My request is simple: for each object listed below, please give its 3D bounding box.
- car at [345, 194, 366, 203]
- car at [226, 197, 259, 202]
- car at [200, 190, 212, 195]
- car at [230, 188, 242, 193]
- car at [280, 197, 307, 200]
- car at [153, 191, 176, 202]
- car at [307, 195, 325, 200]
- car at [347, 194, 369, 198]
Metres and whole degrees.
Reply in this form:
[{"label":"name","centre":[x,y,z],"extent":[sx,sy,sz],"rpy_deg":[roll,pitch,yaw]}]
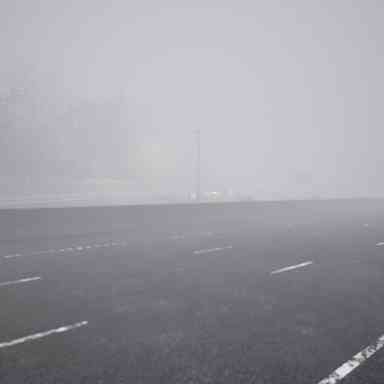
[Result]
[{"label":"car","centre":[32.060,1.206,64.990],"extent":[5.008,1.535,1.882],"rpy_deg":[0,0,-41]},{"label":"car","centre":[6.589,1.297,43.038],"extent":[5.357,1.411,2.033],"rpy_deg":[0,0,-41]},{"label":"car","centre":[2.955,0.360,64.269],"extent":[2.033,1.411,5.357],"rpy_deg":[0,2,27]},{"label":"car","centre":[10.255,-0.191,77.982],"extent":[1.994,1.385,4.181],"rpy_deg":[0,2,29]},{"label":"car","centre":[10.463,1.402,37.144],"extent":[4.718,1.301,1.895],"rpy_deg":[0,0,-41]},{"label":"car","centre":[-4.037,0.637,49.822],"extent":[1.812,1.442,4.674],"rpy_deg":[0,1,26]},{"label":"car","centre":[19.978,1.229,54.570],"extent":[4.902,1.511,2.128],"rpy_deg":[0,0,-40]},{"label":"car","centre":[25.251,1.266,49.883],"extent":[5.008,1.535,1.882],"rpy_deg":[0,0,-40]}]
